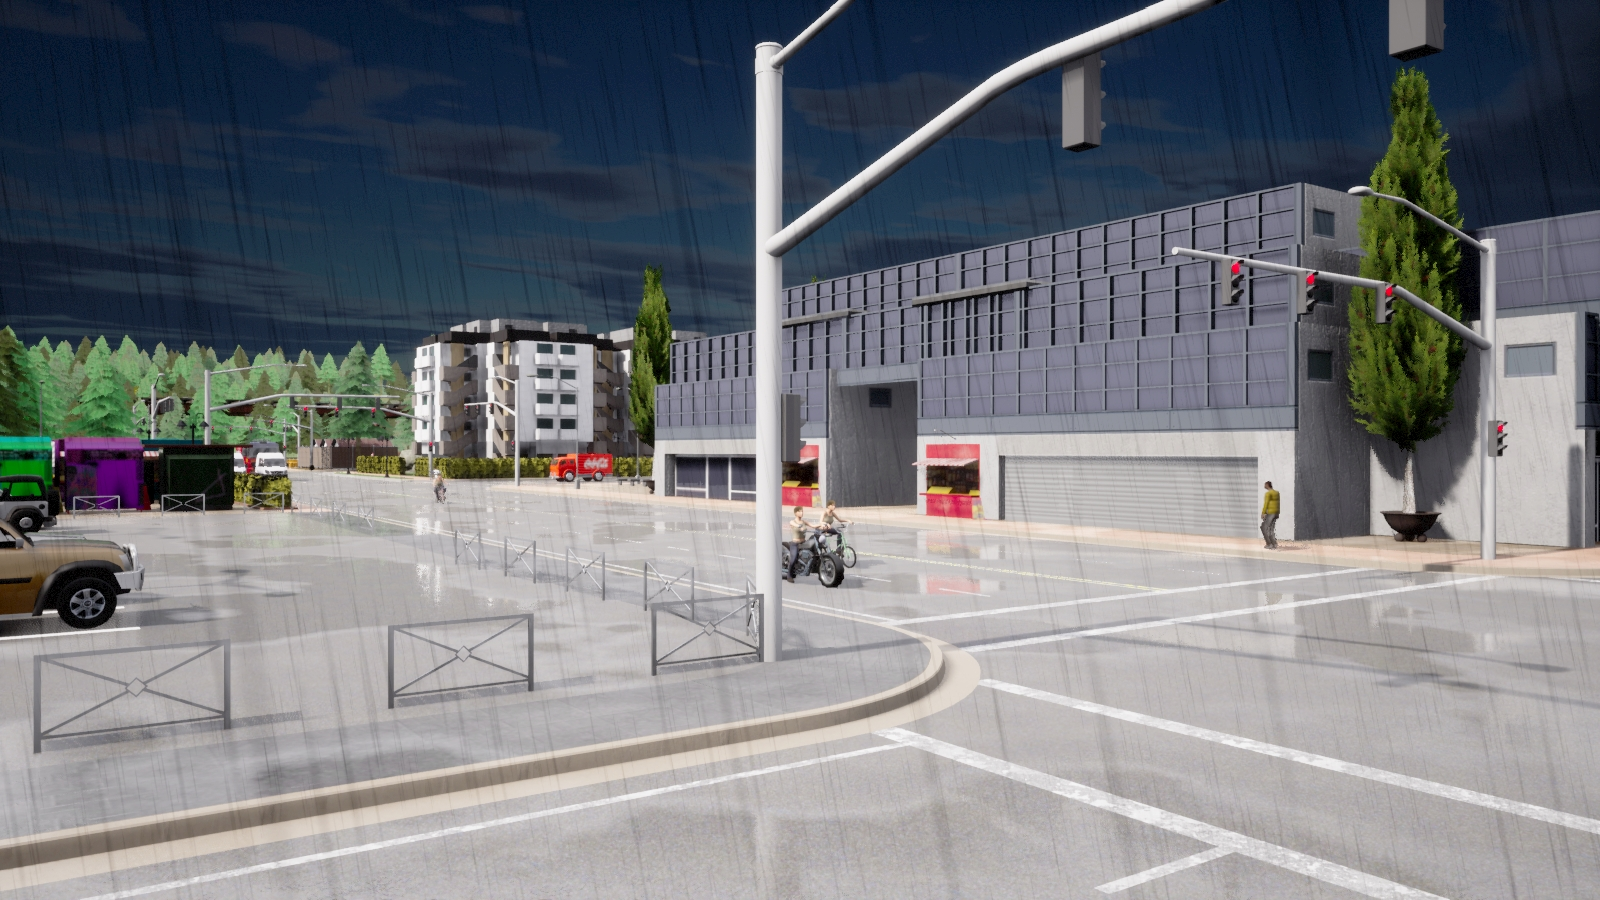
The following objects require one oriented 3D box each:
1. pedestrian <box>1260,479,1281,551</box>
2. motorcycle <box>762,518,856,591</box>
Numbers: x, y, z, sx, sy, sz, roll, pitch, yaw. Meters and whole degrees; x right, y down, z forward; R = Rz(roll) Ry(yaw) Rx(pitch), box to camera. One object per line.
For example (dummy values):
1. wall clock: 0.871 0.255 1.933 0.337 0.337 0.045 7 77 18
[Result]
1. pedestrian: 12.380 1.696 30.068 0.375 1.860 0.375 0 0 -28
2. motorcycle: 0.165 2.155 23.900 0.764 1.307 2.356 0 0 -34
